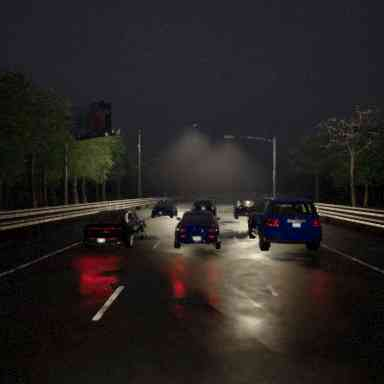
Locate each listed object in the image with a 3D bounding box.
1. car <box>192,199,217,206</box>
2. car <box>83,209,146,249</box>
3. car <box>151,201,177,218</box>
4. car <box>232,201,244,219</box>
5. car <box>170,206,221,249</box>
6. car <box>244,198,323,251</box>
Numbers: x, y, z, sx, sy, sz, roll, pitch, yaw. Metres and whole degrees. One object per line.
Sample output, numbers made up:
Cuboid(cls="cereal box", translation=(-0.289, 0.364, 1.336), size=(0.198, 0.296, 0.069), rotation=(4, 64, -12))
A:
Cuboid(cls="car", translation=(1.082, 1.367, 29.196), size=(2.097, 1.767, 4.553), rotation=(0, 0, 4))
Cuboid(cls="car", translation=(-3.227, 1.514, 14.570), size=(1.837, 1.490, 4.892), rotation=(0, 0, 2))
Cuboid(cls="car", translation=(-2.407, 1.534, 29.482), size=(1.812, 1.442, 4.674), rotation=(0, 0, 4))
Cuboid(cls="car", translation=(4.575, 1.496, 28.970), size=(2.128, 1.511, 4.902), rotation=(0, 0, 4))
Cuboid(cls="car", translation=(0.271, 1.531, 14.441), size=(1.812, 1.442, 4.674), rotation=(0, 0, 2))
Cuboid(cls="car", translation=(3.769, 1.256, 14.343), size=(2.150, 2.045, 5.566), rotation=(0, 0, 2))
